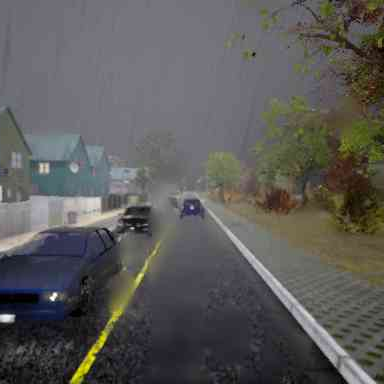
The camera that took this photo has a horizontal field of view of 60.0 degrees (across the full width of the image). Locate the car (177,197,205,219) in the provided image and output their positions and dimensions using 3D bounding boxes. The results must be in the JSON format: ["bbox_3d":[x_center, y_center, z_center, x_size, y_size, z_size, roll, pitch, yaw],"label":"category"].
[{"bbox_3d":[0.024,1.322,29.249,2.097,1.767,4.553,0,0,0],"label":"car"}]

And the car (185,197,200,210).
[{"bbox_3d":[0.080,1.461,44.631,1.837,1.490,4.892,0,1,0],"label":"car"}]

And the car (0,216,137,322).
[{"bbox_3d":[-2.838,1.539,7.740,2.033,1.411,5.357,0,0,0],"label":"car"}]

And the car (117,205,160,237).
[{"bbox_3d":[-2.828,1.485,18.174,1.837,1.490,4.892,0,0,0],"label":"car"}]

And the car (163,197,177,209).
[{"bbox_3d":[-2.732,1.471,44.906,1.837,1.490,4.892,0,0,0],"label":"car"}]
